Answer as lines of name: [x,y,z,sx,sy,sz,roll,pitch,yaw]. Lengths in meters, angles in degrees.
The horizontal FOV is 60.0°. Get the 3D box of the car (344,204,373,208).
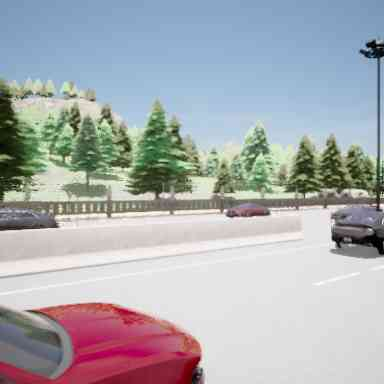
car: [13.182,1.643,26.295,5.357,1.411,2.033,0,0,-35]

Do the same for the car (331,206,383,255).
car: [7.630,1.543,13.512,4.902,1.511,2.128,0,0,-36]

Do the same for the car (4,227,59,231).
car: [-8.633,1.496,15.030,4.902,1.511,2.128,0,0,-36]

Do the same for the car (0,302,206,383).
car: [-2.152,1.475,2.210,5.008,1.535,1.882,0,0,-36]

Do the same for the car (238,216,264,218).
car: [4.926,1.640,29.053,4.181,1.385,1.994,0,0,-36]
